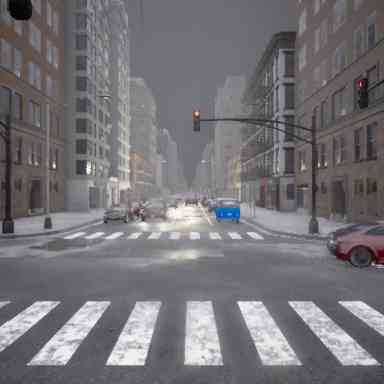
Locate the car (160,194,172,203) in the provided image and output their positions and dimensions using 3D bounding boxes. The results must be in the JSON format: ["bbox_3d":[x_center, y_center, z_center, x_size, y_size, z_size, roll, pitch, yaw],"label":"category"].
[{"bbox_3d":[-5.462,1.293,70.477,2.192,1.841,5.009,0,0,0],"label":"car"}]

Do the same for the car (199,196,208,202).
[{"bbox_3d":[2.557,1.525,76.171,2.008,1.369,4.403,0,0,0],"label":"car"}]

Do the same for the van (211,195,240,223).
[{"bbox_3d":[2.610,1.340,25.040,1.690,1.788,3.998,0,0,0],"label":"van"}]

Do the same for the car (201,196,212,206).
[{"bbox_3d":[2.586,1.576,47.765,1.802,1.307,4.206,0,0,0],"label":"car"}]

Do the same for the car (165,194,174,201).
[{"bbox_3d":[-5.474,1.410,81.841,1.967,1.590,4.097,0,0,0],"label":"car"}]

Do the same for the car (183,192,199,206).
[{"bbox_3d":[-0.059,1.341,55.136,2.097,1.767,4.553,0,0,0],"label":"car"}]

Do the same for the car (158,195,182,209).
[{"bbox_3d":[-2.873,1.488,43.830,2.128,1.511,4.902,0,0,0],"label":"car"}]

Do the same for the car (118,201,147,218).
[{"bbox_3d":[-5.421,1.543,30.704,1.887,1.381,4.507,0,0,0],"label":"car"}]

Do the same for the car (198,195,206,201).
[{"bbox_3d":[2.545,1.531,87.534,1.947,1.339,4.313,0,0,0],"label":"car"}]

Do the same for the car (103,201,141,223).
[{"bbox_3d":[-5.415,1.550,25.023,2.008,1.369,4.403,0,0,0],"label":"car"}]

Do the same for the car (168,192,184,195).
[{"bbox_3d":[-2.813,1.079,59.342,1.882,1.535,5.008,0,0,0],"label":"car"}]

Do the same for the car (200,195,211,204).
[{"bbox_3d":[2.569,1.422,64.809,1.967,1.590,4.097,0,0,0],"label":"car"}]

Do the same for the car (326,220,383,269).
[{"bbox_3d":[6.531,1.611,10.539,4.181,1.385,1.994,0,0,9],"label":"car"}]

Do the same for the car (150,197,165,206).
[{"bbox_3d":[-5.444,1.556,53.432,1.947,1.339,4.313,0,0,0],"label":"car"}]

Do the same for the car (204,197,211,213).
[{"bbox_3d":[2.598,1.580,36.402,1.802,1.307,4.206,0,0,0],"label":"car"}]

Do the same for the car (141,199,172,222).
[{"bbox_3d":[-2.875,1.525,26.598,1.812,1.442,4.674,0,0,0],"label":"car"}]

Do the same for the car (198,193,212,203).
[{"bbox_3d":[2.581,1.305,53.446,2.192,1.841,5.009,0,0,0],"label":"car"}]

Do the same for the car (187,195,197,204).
[{"bbox_3d":[-0.069,1.460,65.168,1.882,1.535,5.008,0,0,0],"label":"car"}]
